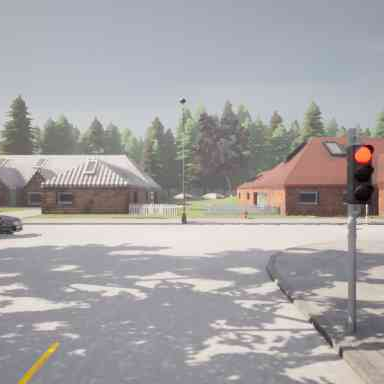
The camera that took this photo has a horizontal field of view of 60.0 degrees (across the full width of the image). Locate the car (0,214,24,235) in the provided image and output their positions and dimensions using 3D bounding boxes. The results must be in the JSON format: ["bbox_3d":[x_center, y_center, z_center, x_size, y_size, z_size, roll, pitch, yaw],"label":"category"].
[{"bbox_3d":[-11.090,1.491,16.709,4.902,1.511,2.128,0,0,1],"label":"car"}]
